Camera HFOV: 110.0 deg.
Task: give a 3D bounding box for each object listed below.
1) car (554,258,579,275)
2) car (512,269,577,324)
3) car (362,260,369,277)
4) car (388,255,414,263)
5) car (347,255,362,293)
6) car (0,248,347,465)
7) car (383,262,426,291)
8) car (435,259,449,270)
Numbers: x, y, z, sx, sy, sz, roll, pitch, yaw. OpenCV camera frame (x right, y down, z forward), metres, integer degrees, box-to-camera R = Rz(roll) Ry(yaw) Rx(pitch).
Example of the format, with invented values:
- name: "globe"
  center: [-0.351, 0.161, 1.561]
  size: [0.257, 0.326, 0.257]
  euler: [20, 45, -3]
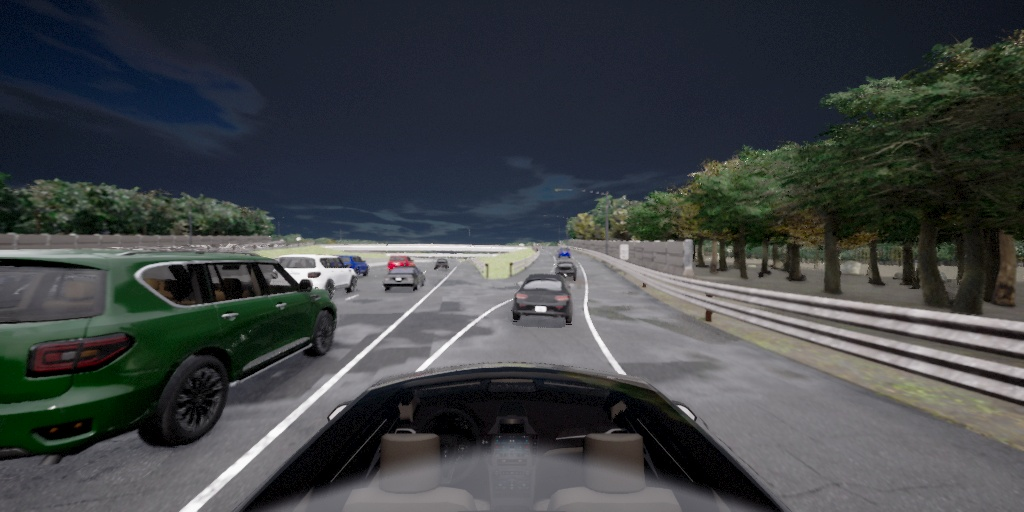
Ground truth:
- name: "car"
  center: [4.735, 1.242, 31.466]
  size: [1.837, 1.490, 4.892]
  euler: [0, 1, 11]
- name: "car"
  center: [1.137, 1.339, 12.286]
  size: [1.812, 1.442, 4.674]
  euler: [2, 0, 8]
- name: "car"
  center: [-14.687, 0.960, 32.425]
  size: [2.150, 2.045, 5.566]
  euler: [0, 0, -7]
- name: "car"
  center: [-11.916, 0.962, 38.679]
  size: [2.150, 2.045, 5.566]
  euler: [0, 0, -7]
- name: "car"
  center: [-9.385, 0.960, 17.417]
  size: [2.150, 2.045, 5.566]
  euler: [0, 0, -7]
- name: "car"
  center: [-4.556, 0.956, 5.253]
  size: [2.150, 2.045, 5.566]
  euler: [0, 0, -7]
- name: "car"
  center: [-6.512, 1.312, 22.114]
  size: [2.033, 1.411, 5.357]
  euler: [0, 0, -7]
- name: "car"
  center: [-10.192, 1.192, 52.543]
  size: [1.837, 1.490, 4.892]
  euler: [0, 0, -7]
